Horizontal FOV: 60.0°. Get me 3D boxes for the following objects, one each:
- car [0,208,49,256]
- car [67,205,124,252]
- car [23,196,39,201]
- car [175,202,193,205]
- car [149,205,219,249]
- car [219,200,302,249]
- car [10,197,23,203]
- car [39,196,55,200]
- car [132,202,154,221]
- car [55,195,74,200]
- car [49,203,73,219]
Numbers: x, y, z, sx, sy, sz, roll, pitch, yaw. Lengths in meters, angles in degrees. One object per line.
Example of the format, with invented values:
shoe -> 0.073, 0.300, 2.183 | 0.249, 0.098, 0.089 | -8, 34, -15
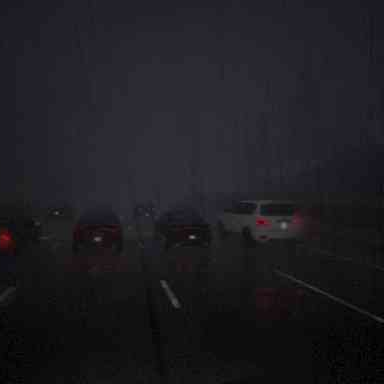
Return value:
car -> -7.251, 1.550, 12.974 | 2.033, 1.411, 5.357 | 1, 0, -14
car -> -3.977, 1.534, 14.321 | 1.882, 1.535, 5.008 | 1, 0, -14
car -> -33.821, 1.592, 71.822 | 1.837, 1.490, 4.892 | 1, 0, 1
car -> -0.839, 1.725, 30.403 | 1.837, 1.490, 4.892 | 1, 0, -14
car -> -0.584, 1.584, 15.176 | 1.882, 1.535, 5.008 | 1, 0, -14
car -> 2.921, 1.372, 15.595 | 2.150, 2.045, 5.566 | 1, 0, -14
car -> -37.323, 1.646, 72.063 | 1.895, 1.301, 4.718 | 1, 0, 1
car -> -30.330, 1.615, 71.551 | 1.882, 1.535, 5.008 | 1, 0, 1
car -> -4.228, 1.659, 29.538 | 2.128, 1.511, 4.902 | 1, 0, -14
car -> -26.838, 1.537, 71.311 | 2.097, 1.767, 4.553 | 1, 0, 1
car -> -11.011, 1.629, 27.809 | 1.994, 1.385, 4.181 | 1, 0, -14
